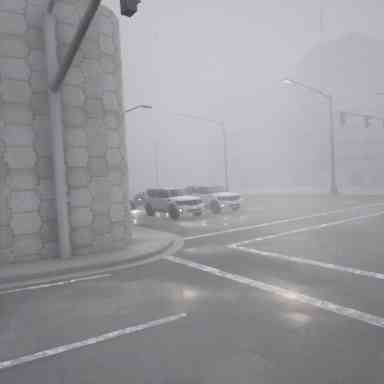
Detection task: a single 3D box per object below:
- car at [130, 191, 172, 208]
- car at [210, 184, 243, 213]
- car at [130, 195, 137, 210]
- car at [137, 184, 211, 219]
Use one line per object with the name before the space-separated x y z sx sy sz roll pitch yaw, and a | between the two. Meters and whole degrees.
car | -4.224 0.692 33.624 2.128 1.511 4.902 -5 3 -35
car | 1.393 0.425 25.648 2.150 2.045 5.566 -5 3 -35
car | -6.874 1.001 31.325 1.994 1.385 4.181 -5 3 -35
car | -1.453 0.661 23.624 2.150 2.045 5.566 -5 3 -35
